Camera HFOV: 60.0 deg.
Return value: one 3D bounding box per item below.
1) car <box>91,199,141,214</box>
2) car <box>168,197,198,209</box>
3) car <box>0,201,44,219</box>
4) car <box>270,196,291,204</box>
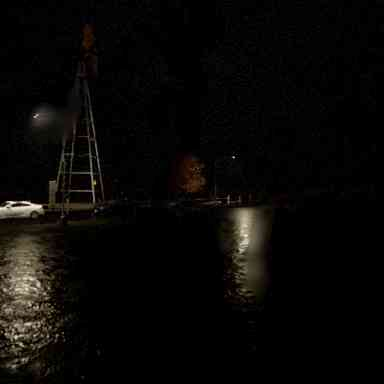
[{"bbox_3d":[-7.619,1.427,34.068,2.033,1.411,5.357,1,1,37],"label":"car"},{"bbox_3d":[-1.095,1.369,42.528,1.812,1.442,4.674,1,1,38],"label":"car"},{"bbox_3d":[-13.944,1.439,25.804,1.812,1.442,4.674,1,1,39],"label":"car"},{"bbox_3d":[15.894,1.356,59.353,2.033,1.411,5.357,1,1,40],"label":"car"}]
